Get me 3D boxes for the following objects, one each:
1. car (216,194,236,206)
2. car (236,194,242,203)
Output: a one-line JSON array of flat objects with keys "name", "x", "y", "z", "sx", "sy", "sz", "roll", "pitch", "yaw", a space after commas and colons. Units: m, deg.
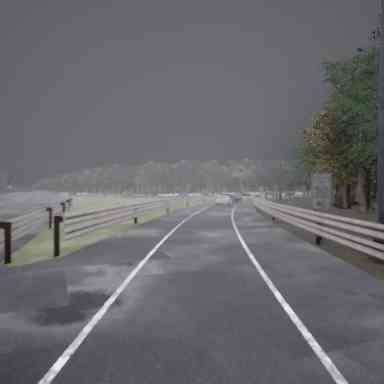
[{"name": "car", "x": 4.531, "y": 1.197, "z": 46.364, "sx": 1.812, "sy": 1.442, "sz": 4.674, "roll": 0, "pitch": 0, "yaw": 15}, {"name": "car", "x": 7.214, "y": 1.080, "z": 56.228, "sx": 2.128, "sy": 1.511, "sz": 4.902, "roll": 0, "pitch": 1, "yaw": 20}]
